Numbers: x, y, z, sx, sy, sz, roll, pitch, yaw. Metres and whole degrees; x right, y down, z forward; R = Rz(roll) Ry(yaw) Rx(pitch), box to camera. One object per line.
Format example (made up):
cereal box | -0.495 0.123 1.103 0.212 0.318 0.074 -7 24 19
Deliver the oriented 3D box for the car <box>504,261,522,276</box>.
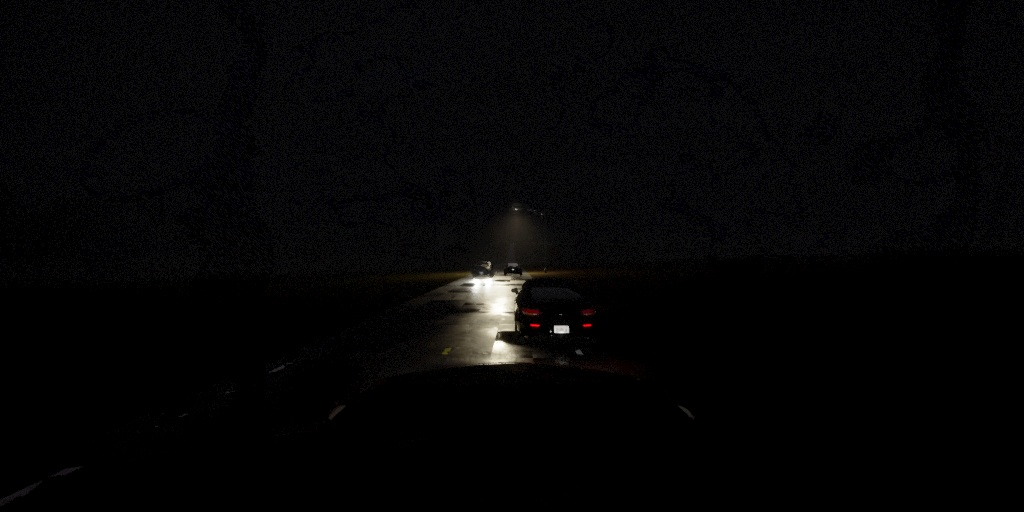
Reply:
car | 0.121 1.374 38.934 1.994 1.385 4.181 0 0 1

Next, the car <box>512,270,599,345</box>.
car | 0.973 1.272 9.327 1.812 1.442 4.674 0 0 0

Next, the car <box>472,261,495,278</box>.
car | -2.710 1.282 34.421 2.128 1.511 4.902 0 0 0
